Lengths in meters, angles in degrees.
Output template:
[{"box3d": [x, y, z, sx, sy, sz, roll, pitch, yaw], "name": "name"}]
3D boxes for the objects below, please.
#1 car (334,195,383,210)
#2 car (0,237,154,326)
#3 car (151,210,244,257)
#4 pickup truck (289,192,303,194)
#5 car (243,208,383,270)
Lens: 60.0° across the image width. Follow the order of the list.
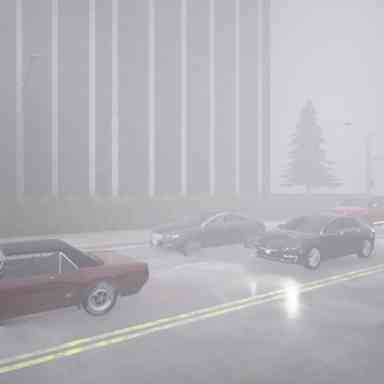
[{"box3d": [9.958, 1.222, 19.353, 5.566, 2.045, 2.150, 0, 0, -34], "name": "car"}, {"box3d": [-3.267, 1.601, 5.976, 4.718, 1.301, 1.895, 0, 0, -35], "name": "car"}, {"box3d": [0.723, 1.492, 12.990, 4.902, 1.511, 2.128, 0, 0, -35], "name": "car"}, {"box3d": [24.499, 1.054, 77.956, 2.390, 2.098, 6.274, 0, 0, -5], "name": "pickup truck"}, {"box3d": [4.232, 1.504, 11.158, 4.892, 1.490, 1.837, 0, 0, -34], "name": "car"}]
